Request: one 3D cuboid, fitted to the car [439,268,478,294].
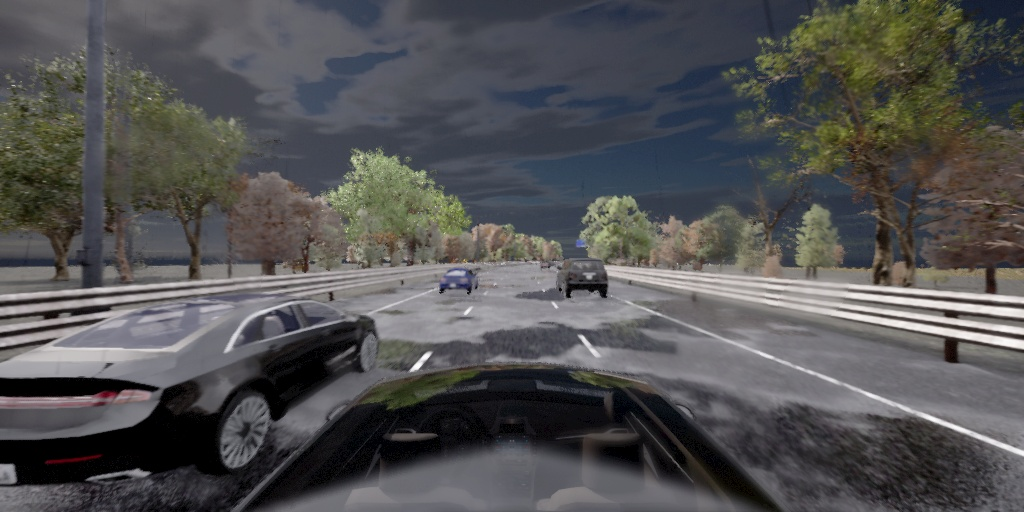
[{"bbox_3d":[-3.150,1.450,21.732,1.812,1.442,4.674,0,-1,1],"label":"car"}]

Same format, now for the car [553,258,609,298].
[{"bbox_3d":[3.807,1.145,20.046,2.150,2.045,5.566,0,-1,1],"label":"car"}]

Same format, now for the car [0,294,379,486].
[{"bbox_3d":[-3.380,1.251,4.766,2.128,1.511,4.902,1,-1,0],"label":"car"}]
